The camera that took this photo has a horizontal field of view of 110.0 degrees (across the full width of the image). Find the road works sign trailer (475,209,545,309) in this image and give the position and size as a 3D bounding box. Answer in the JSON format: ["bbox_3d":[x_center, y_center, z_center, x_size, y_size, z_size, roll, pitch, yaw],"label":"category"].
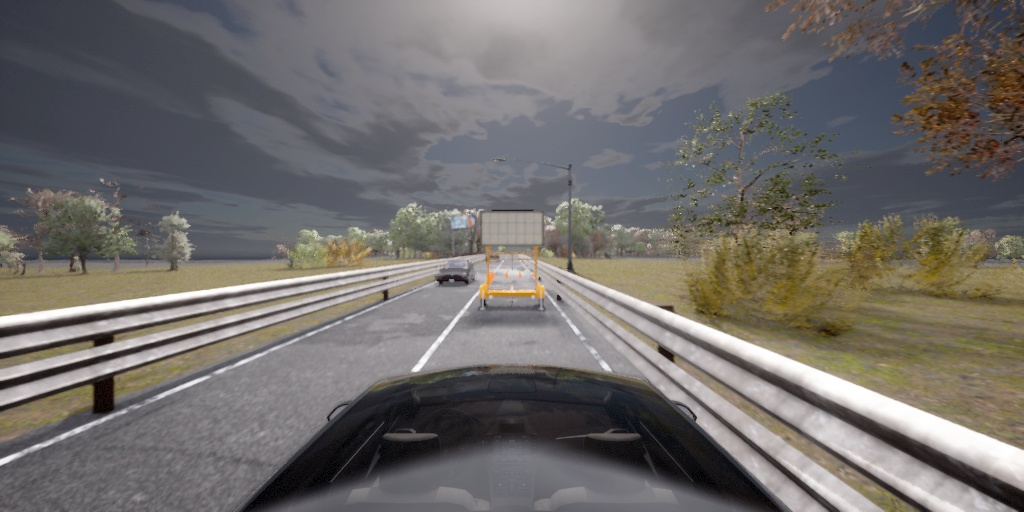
[{"bbox_3d":[0.007,0.027,13.706,2.380,3.560,2.880,0,0,0],"label":"road works sign trailer"}]

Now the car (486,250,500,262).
[{"bbox_3d":[-3.287,0.013,63.540,2.150,2.045,5.566,0,1,1],"label":"car"}]

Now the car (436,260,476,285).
[{"bbox_3d":[-3.353,0.971,22.599,2.033,1.411,5.357,0,1,0],"label":"car"}]
